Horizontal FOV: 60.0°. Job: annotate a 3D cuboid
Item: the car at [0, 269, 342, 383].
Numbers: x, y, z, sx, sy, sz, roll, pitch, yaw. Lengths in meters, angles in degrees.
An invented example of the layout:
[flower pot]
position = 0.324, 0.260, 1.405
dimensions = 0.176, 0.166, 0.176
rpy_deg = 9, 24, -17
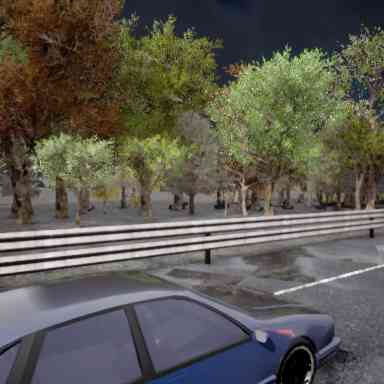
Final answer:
[car]
position = -0.731, 1.546, 3.201
dimensions = 5.357, 1.411, 2.033
rpy_deg = 0, 0, -38
